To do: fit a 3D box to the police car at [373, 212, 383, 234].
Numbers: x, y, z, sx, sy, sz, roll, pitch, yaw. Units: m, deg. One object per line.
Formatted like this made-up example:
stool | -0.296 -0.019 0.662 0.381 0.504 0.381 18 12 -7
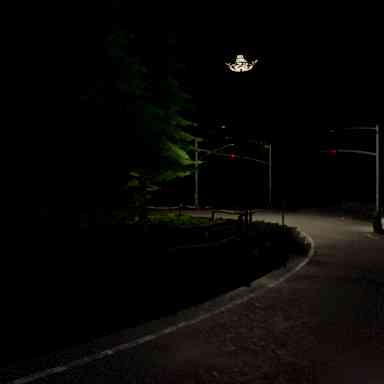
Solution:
police car | 10.582 1.504 16.319 2.038 1.542 4.974 0 0 11
